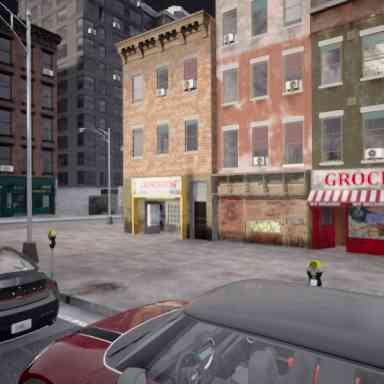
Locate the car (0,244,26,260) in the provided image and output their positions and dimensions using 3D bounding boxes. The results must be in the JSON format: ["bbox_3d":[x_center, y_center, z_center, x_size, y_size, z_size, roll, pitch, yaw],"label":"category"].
[{"bbox_3d":[-4.044,1.552,5.695,4.403,1.369,2.008,0,0,35],"label":"car"}]

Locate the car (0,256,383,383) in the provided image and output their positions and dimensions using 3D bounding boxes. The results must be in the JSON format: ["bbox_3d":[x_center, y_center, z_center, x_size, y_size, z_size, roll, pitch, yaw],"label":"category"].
[{"bbox_3d":[0.440,1.440,2.504,4.097,1.590,1.967,0,0,35],"label":"car"}]
